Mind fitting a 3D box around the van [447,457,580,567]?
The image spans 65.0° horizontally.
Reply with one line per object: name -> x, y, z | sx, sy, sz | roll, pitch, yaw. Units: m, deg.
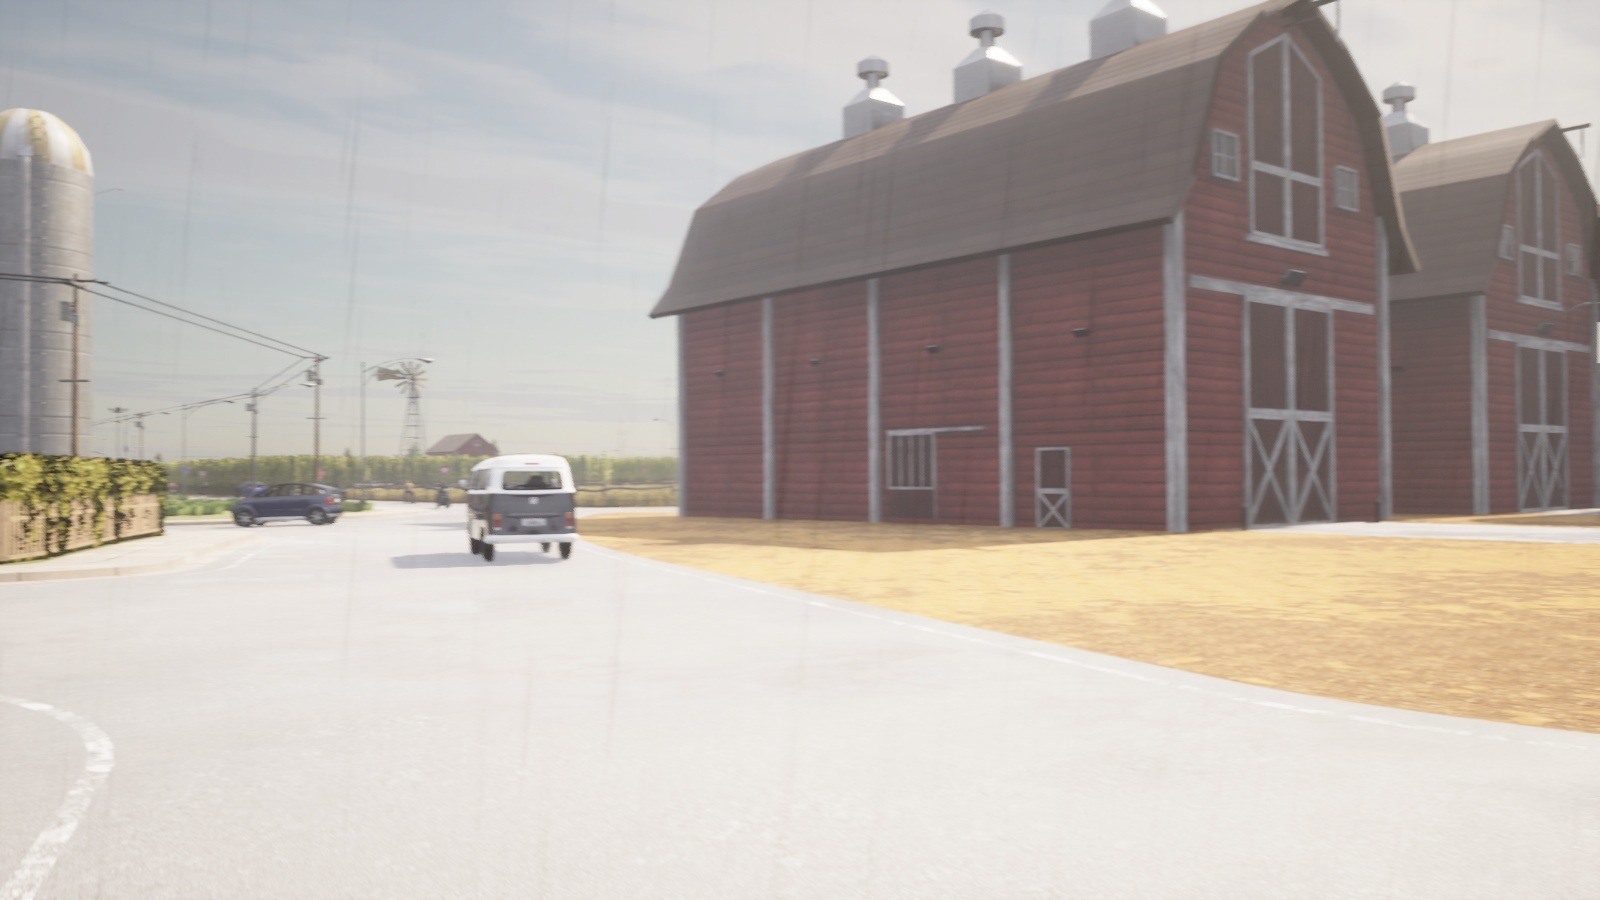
van -> -5.978, 1.219, 25.817 | 2.069, 2.038, 4.480 | 0, -1, -21

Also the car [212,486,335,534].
car -> -18.926, 2.147, 45.287 | 3.705, 1.549, 1.789 | -2, -2, -6

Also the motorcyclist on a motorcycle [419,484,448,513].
motorcyclist on a motorcycle -> -20.419, 2.699, 69.955 | 0.866, 1.590, 1.817 | 0, -1, -40
